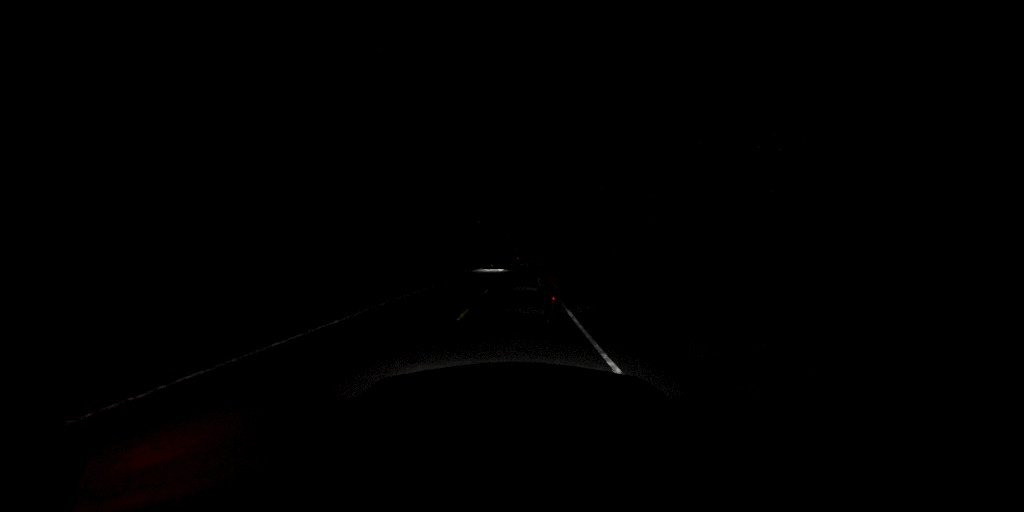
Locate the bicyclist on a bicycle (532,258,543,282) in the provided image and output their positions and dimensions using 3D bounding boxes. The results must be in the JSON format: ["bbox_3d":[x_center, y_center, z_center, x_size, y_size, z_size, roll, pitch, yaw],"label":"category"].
[{"bbox_3d":[1.364,0.958,18.540,0.659,1.776,1.843,0,1,2],"label":"bicyclist on a bicycle"}]

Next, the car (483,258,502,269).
[{"bbox_3d":[-2.275,0.884,43.455,1.994,1.385,4.181,0,1,2],"label":"car"}]

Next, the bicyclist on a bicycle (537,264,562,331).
[{"bbox_3d":[1.096,1.128,9.721,0.582,1.620,1.656,0,0,1],"label":"bicyclist on a bicycle"}]

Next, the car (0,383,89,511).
[{"bbox_3d":[-3.571,1.268,0.124,1.837,1.490,4.892,0,1,0],"label":"car"}]

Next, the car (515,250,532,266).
[{"bbox_3d":[1.811,0.417,54.194,2.150,2.045,5.566,0,1,2],"label":"car"}]
